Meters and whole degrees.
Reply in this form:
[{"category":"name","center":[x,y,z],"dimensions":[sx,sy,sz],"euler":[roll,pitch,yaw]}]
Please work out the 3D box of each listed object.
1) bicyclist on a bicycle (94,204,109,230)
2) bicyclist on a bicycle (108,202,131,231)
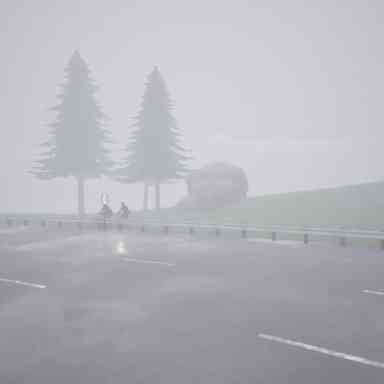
[{"category":"bicyclist on a bicycle","center":[-5.129,1.418,19.697],"dimensions":[0.582,1.620,1.656],"euler":[0,-3,36]},{"category":"bicyclist on a bicycle","center":[-3.950,1.431,19.306],"dimensions":[0.582,1.620,1.656],"euler":[0,-5,23]}]
